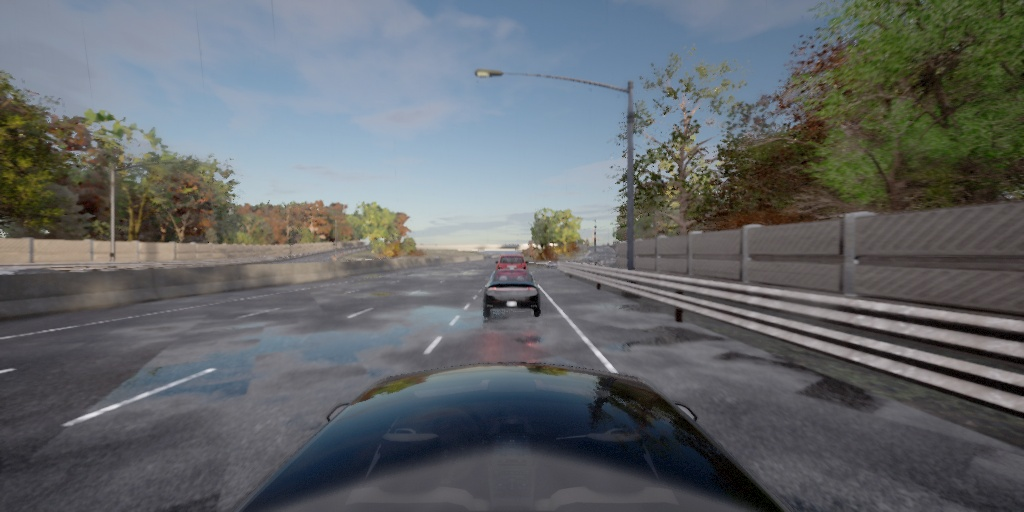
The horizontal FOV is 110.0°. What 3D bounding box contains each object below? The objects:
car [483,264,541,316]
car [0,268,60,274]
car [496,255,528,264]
[{"bbox_3d":[-0.006,1.217,13.179,2.128,1.511,4.902,0,0,0],"label":"car"},{"bbox_3d":[-21.097,1.243,15.100,1.812,1.442,4.674,0,0,0],"label":"car"},{"bbox_3d":[-0.009,0.920,25.895,2.150,2.045,5.566,0,0,0],"label":"car"}]
